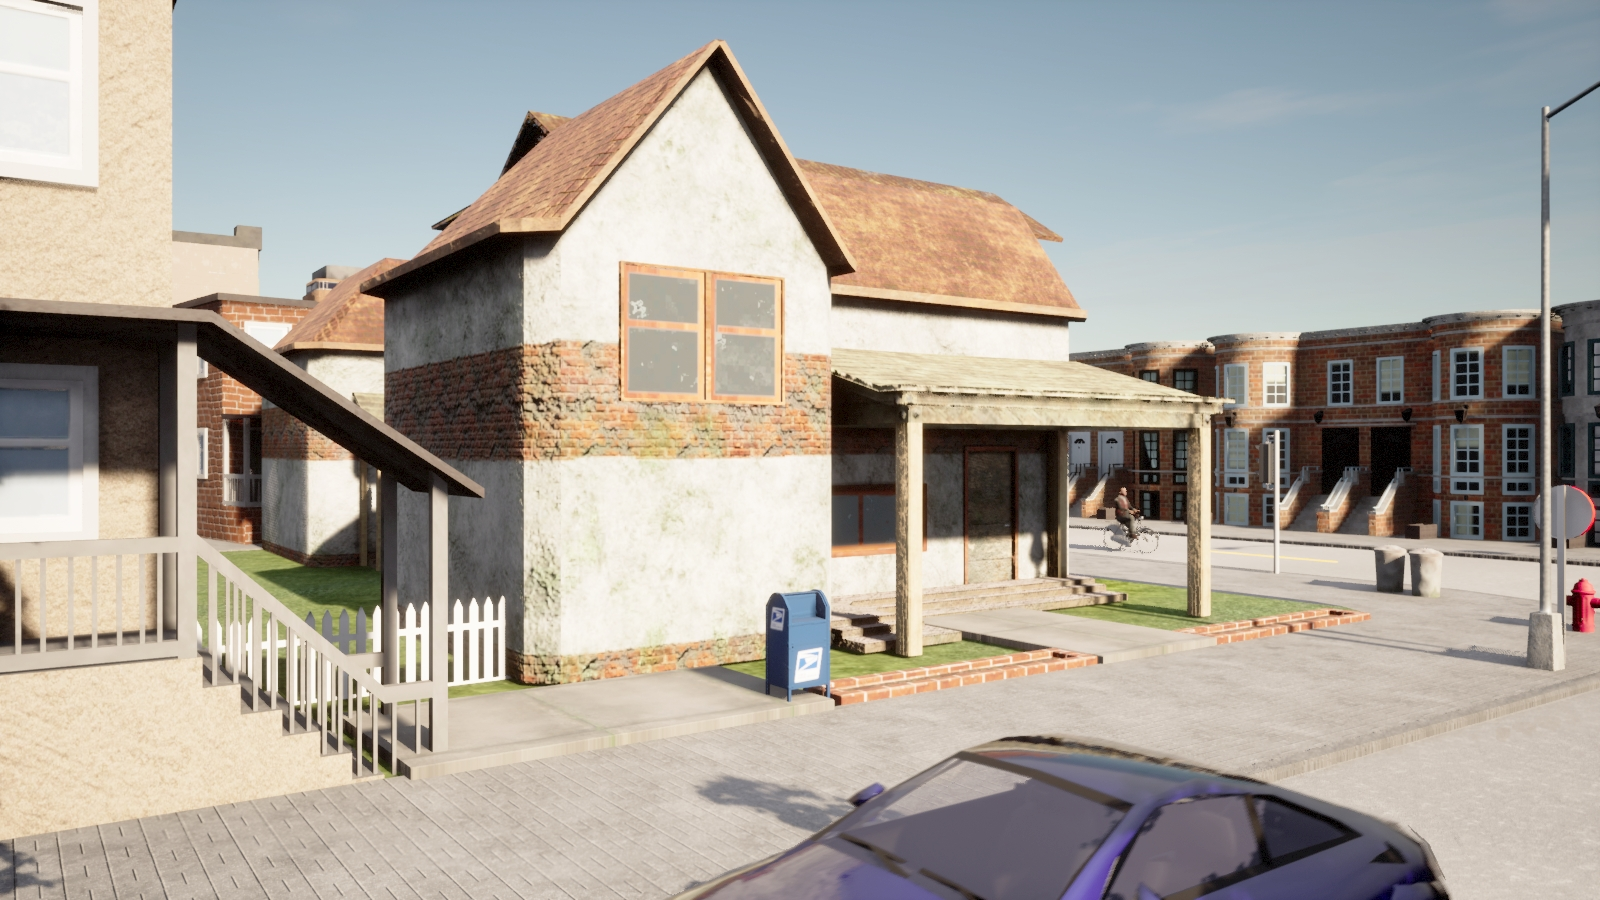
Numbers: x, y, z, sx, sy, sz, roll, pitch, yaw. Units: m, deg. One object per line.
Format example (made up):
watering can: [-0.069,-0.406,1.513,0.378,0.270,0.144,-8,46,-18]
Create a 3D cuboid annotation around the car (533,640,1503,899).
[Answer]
car: [1.156,1.896,5.207,4.181,1.385,1.994,0,0,-35]
